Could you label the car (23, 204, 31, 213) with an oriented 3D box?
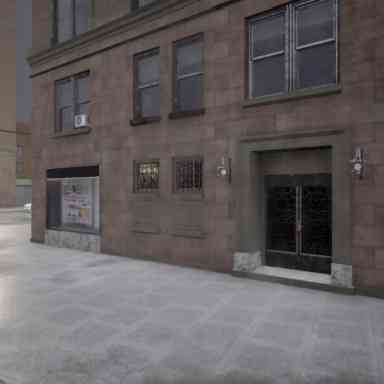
[{"bbox_3d":[-15.648,1.438,35.818,1.812,1.442,4.674,0,0,35],"label":"car"}]
